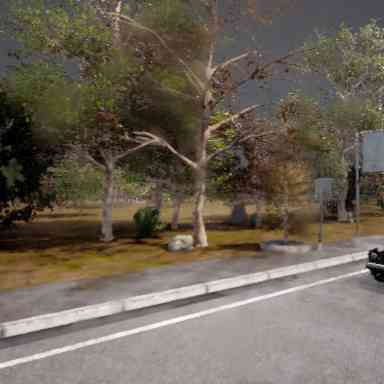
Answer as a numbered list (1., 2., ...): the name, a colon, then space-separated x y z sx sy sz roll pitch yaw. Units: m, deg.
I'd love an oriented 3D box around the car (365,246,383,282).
1. car: 6.464 1.590 8.486 4.718 1.301 1.895 0 0 -35
